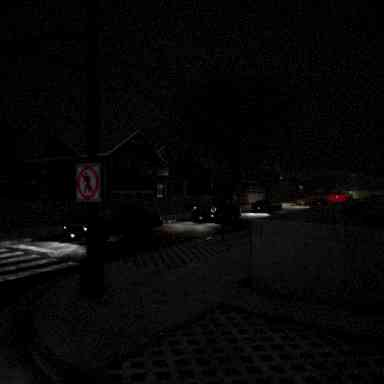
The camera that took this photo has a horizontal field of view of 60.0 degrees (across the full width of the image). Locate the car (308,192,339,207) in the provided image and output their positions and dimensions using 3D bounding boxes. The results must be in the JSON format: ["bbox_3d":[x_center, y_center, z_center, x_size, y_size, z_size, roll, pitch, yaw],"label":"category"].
[{"bbox_3d":[16.083,1.144,40.519,1.882,1.535,5.008,0,1,35],"label":"car"}]

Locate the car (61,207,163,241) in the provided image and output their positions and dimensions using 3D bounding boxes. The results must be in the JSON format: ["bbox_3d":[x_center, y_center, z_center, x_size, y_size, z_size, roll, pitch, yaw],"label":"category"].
[{"bbox_3d":[-3.654,1.459,16.469,2.033,1.411,5.357,0,1,34],"label":"car"}]

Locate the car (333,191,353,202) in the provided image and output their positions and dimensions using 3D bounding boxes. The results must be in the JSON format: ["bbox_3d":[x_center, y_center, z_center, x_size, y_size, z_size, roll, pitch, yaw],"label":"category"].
[{"bbox_3d":[21.934,0.800,48.679,2.150,2.045,5.566,0,1,38],"label":"car"}]

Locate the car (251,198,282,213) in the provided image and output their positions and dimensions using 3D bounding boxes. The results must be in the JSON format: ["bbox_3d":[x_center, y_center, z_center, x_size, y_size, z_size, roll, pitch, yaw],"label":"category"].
[{"bbox_3d":[7.395,1.317,32.869,1.994,1.385,4.181,0,1,35],"label":"car"}]

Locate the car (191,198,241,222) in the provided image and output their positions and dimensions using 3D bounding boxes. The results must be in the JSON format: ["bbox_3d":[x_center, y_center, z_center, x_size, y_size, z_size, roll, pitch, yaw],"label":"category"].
[{"bbox_3d":[1.857,1.185,24.670,2.097,1.767,4.553,0,1,34],"label":"car"}]

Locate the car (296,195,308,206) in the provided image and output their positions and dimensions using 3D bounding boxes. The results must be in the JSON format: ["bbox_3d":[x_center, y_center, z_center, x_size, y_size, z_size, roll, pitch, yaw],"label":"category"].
[{"bbox_3d":[15.613,1.157,44.773,1.812,1.442,4.674,0,0,36],"label":"car"}]
